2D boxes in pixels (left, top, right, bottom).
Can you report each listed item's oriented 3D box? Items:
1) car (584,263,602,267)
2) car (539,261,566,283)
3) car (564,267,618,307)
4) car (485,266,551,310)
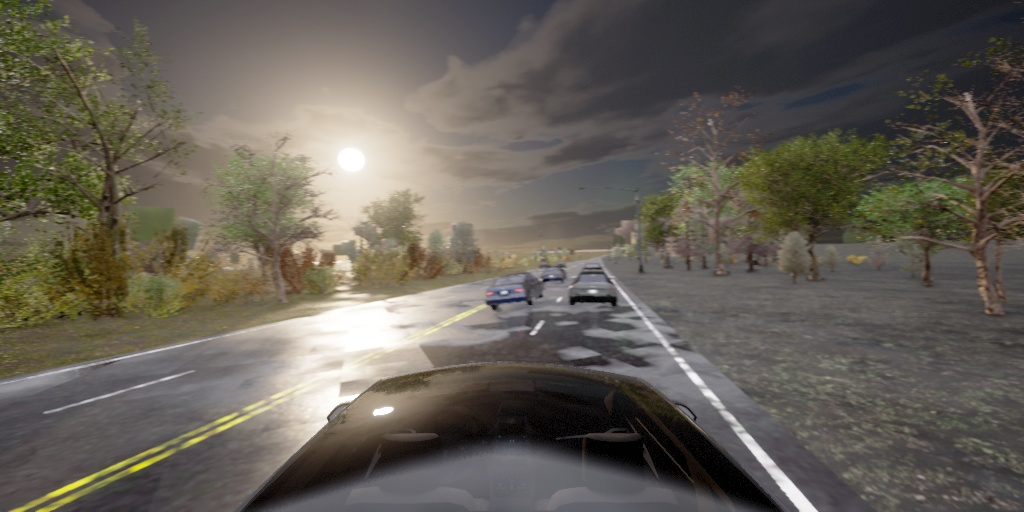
[{"bbox_3d":[6.879,1.328,30.491,2.128,1.511,4.902,-1,0,13],"label":"car"},{"bbox_3d":[3.649,1.560,31.197,1.994,1.385,4.181,-6,0,13],"label":"car"},{"bbox_3d":[3.575,1.354,15.865,1.994,1.385,4.181,-1,0,13],"label":"car"},{"bbox_3d":[0.255,1.466,16.298,2.033,1.411,5.357,-8,-2,13],"label":"car"}]
